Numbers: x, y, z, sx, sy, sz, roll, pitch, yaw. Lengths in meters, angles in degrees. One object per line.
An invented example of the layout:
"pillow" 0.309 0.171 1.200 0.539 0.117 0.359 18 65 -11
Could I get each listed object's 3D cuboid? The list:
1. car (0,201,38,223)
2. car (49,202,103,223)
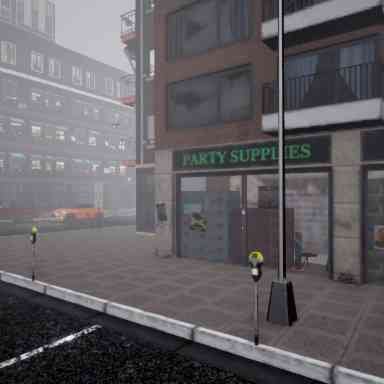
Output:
"car" -14.952 1.609 26.714 2.192 1.841 5.009 -1 -2 35
"car" -10.066 1.722 29.168 2.097 1.767 4.553 0 -1 35
